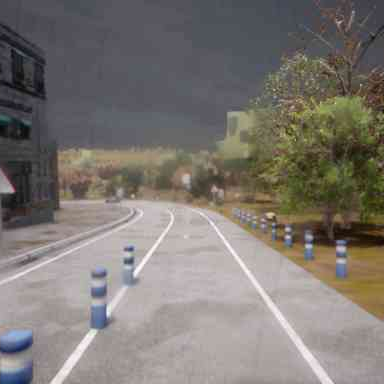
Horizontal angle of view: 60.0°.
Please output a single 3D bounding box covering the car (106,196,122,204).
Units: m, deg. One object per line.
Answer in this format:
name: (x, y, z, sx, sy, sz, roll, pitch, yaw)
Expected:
car: (-15.366, 1.567, 65.098, 1.994, 1.385, 4.181, -4, 2, -34)
